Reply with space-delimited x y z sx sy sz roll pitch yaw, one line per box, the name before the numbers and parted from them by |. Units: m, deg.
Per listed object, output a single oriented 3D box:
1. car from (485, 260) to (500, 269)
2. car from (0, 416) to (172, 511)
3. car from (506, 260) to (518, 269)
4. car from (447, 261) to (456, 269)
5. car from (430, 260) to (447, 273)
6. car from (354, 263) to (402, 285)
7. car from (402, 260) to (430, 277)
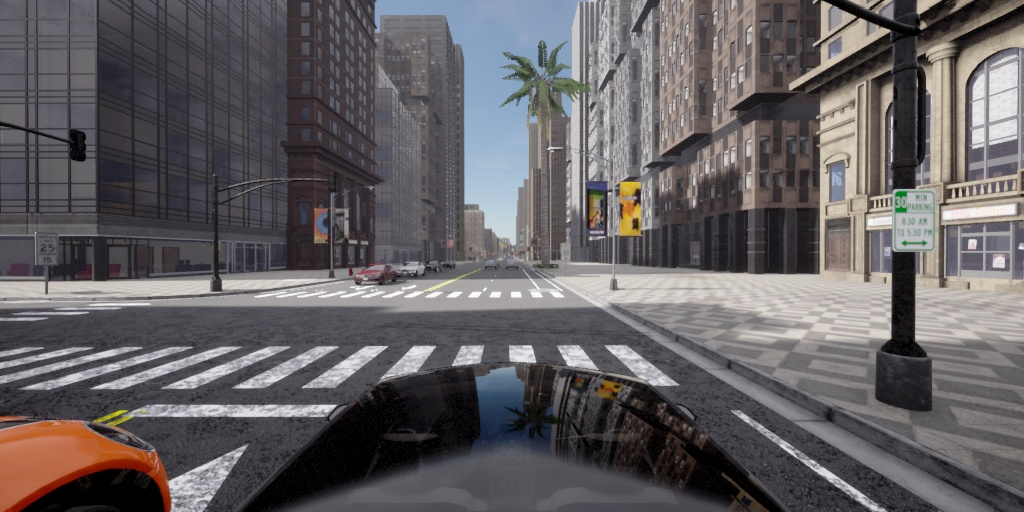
car | -3.237 1.334 55.769 2.033 1.411 5.357 0 0 0
car | -3.150 1.102 0.290 2.097 1.767 4.553 0 0 0
car | 0.013 1.334 55.768 2.033 1.411 5.357 0 0 0
car | -9.792 1.386 54.857 1.895 1.301 4.718 0 0 0
car | -9.837 1.274 44.557 1.837 1.490 4.892 0 0 0
car | -9.846 1.281 26.308 1.812 1.442 4.674 0 0 -1
car | -9.840 1.286 35.300 1.812 1.442 4.674 0 0 0
